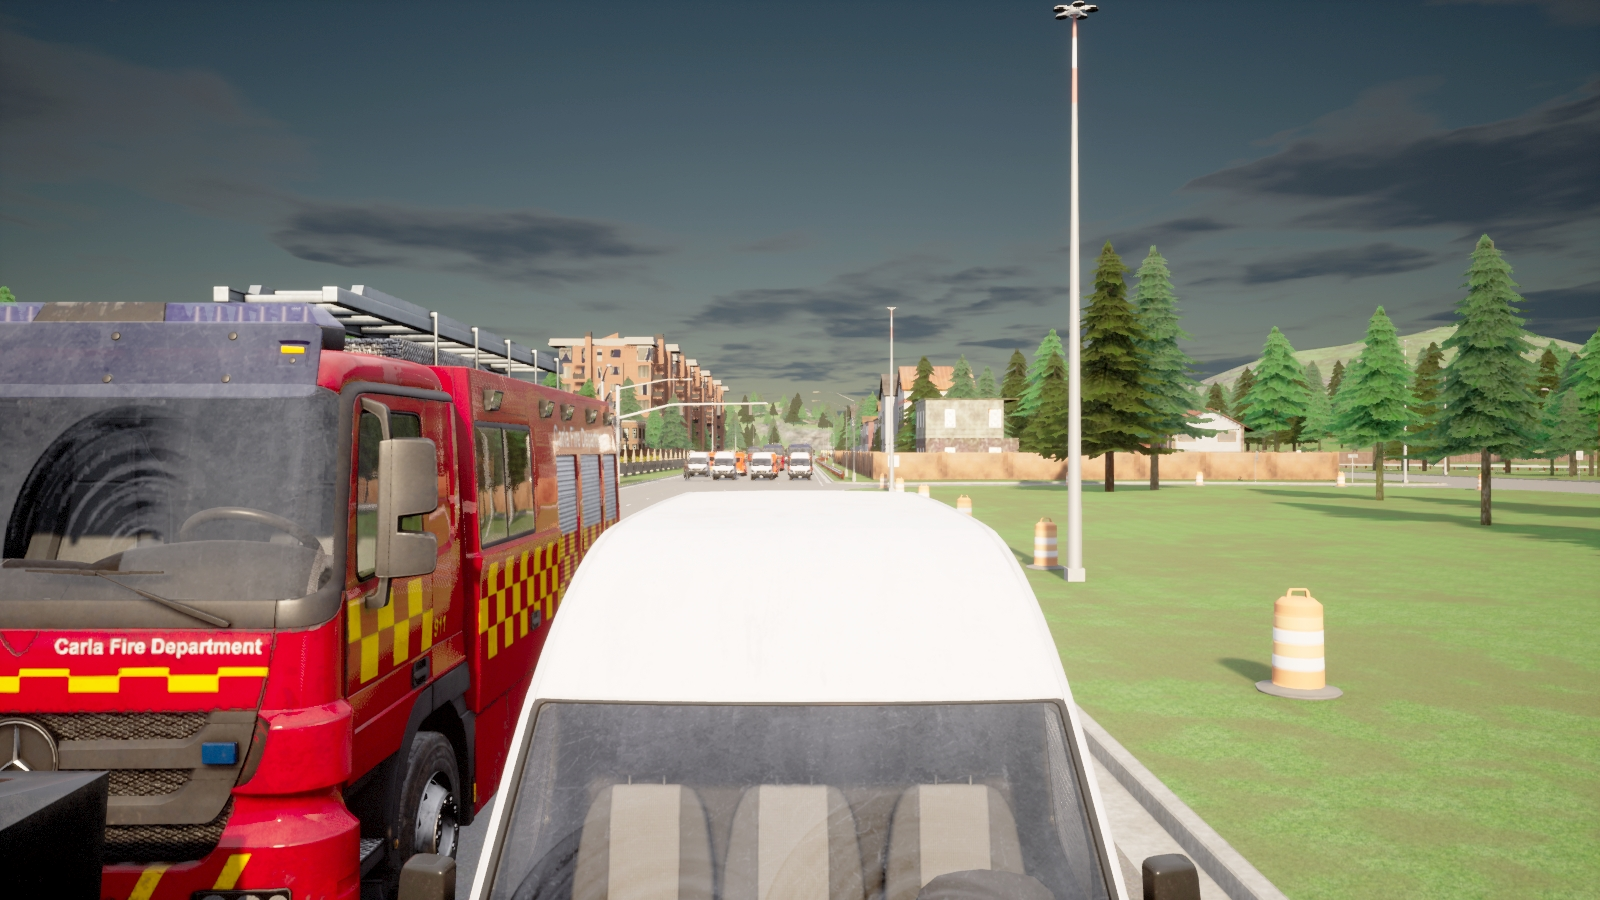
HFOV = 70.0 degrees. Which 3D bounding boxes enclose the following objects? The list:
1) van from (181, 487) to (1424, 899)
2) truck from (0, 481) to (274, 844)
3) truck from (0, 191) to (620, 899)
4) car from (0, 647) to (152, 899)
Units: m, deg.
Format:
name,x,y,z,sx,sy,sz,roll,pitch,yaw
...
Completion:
name,x,y,z,sx,sy,sz,roll,pitch,yaw
van,0.005,1.534,4.785,1.988,2.561,5.915,0,0,0
truck,-6.999,1.568,9.757,2.627,2.467,5.204,0,0,0
truck,-3.494,0.890,8.749,2.891,3.827,8.468,0,0,0
car,-3.501,1.754,0.939,2.390,2.098,6.274,0,0,0
